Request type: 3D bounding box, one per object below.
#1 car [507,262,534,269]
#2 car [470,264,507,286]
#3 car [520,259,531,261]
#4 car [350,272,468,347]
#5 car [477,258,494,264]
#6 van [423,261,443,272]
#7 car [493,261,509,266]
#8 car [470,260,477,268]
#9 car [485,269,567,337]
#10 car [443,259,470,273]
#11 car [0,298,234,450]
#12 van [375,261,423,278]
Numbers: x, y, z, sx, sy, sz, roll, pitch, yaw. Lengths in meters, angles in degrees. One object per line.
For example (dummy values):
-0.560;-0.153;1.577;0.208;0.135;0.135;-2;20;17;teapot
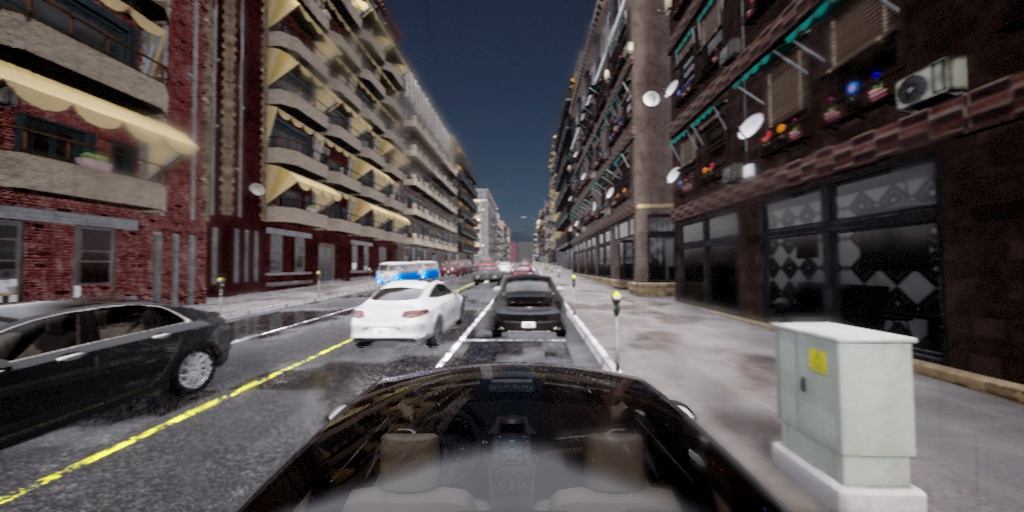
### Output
0.883;1.412;27.963;1.888;1.381;4.507;0;0;3;car
-1.644;1.486;26.910;1.895;1.301;4.718;-1;0;3;car
1.420;1.366;39.011;1.967;1.591;4.097;0;0;3;car
-2.483;1.333;9.409;1.812;1.442;4.674;-1;0;3;car
-3.454;1.350;48.743;2.150;2.045;5.566;-1;0;3;car
-6.987;1.285;28.401;1.690;1.789;3.998;0;0;3;van
-0.929;1.504;43.920;1.812;1.442;4.674;-1;0;3;car
-6.192;1.350;44.972;2.192;1.841;5.009;0;0;3;car
0.486;1.287;10.394;1.837;1.490;4.892;-1;0;3;car
-6.457;1.319;39.449;2.192;1.841;5.009;0;0;3;car
-5.698;1.320;4.023;1.837;1.490;4.892;-1;0;3;car
-7.252;1.258;22.876;1.690;1.789;3.998;0;0;3;van
